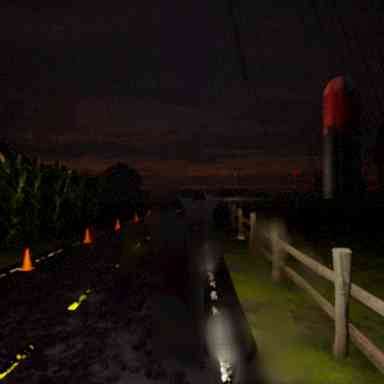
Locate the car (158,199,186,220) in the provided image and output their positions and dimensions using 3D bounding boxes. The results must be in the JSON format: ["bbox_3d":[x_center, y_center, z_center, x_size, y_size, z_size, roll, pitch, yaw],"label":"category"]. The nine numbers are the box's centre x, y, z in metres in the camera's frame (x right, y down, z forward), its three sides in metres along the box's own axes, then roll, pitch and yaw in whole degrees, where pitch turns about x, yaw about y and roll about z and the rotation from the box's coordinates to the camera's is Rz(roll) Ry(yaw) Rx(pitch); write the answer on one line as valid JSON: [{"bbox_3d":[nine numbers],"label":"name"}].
[{"bbox_3d":[-1.556,1.359,27.388,1.882,1.535,5.008,0,0,4],"label":"car"}]

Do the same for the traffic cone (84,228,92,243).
[{"bbox_3d":[-4.565,1.891,14.533,0.340,0.580,0.340,0,0,2],"label":"traffic cone"}]

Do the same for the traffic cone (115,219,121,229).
[{"bbox_3d":[-4.370,1.870,19.556,0.340,0.580,0.340,0,0,3],"label":"traffic cone"}]

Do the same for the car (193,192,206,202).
[{"bbox_3d":[1.582,0.919,69.366,2.150,2.045,5.566,0,0,9],"label":"car"}]

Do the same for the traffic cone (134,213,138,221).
[{"bbox_3d":[-4.122,1.849,24.576,0.340,0.580,0.340,0,0,3],"label":"traffic cone"}]

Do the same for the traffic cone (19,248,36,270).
[{"bbox_3d":[-4.707,1.912,9.509,0.340,0.580,0.340,0,0,1],"label":"traffic cone"}]
